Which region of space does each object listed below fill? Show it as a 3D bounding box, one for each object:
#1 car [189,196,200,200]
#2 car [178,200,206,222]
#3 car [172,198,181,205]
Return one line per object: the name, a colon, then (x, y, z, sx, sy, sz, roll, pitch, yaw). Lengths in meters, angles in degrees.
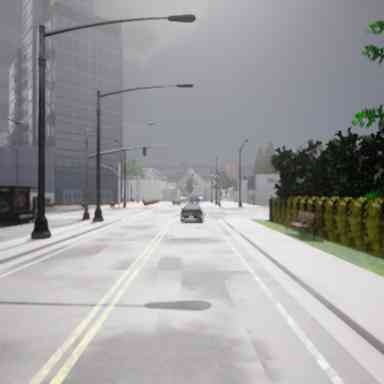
car: (0.736, 2.084, 92.681, 2.150, 2.045, 5.566, 0, -1, 12)
car: (0.081, 1.784, 29.269, 1.837, 1.490, 4.892, -1, 0, 4)
car: (-3.514, 2.180, 75.801, 1.882, 1.535, 5.008, 0, -1, 0)
